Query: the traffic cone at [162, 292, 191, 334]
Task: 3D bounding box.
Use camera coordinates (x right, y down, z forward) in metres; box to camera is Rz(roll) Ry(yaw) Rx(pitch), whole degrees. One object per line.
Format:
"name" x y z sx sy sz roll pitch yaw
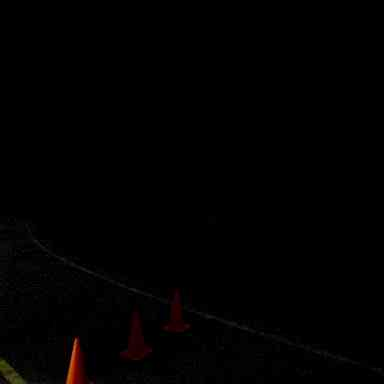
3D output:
"traffic cone" -0.250 1.932 5.446 0.340 0.580 0.340 1 1 31

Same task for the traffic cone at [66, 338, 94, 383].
"traffic cone" -1.289 1.946 3.746 0.340 0.580 0.340 1 1 31

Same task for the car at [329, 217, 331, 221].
"car" 35.644 6.637 82.725 1.851 1.617 3.988 -4 -3 4

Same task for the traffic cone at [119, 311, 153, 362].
"traffic cone" -0.770 1.939 4.597 0.340 0.580 0.340 1 1 32
